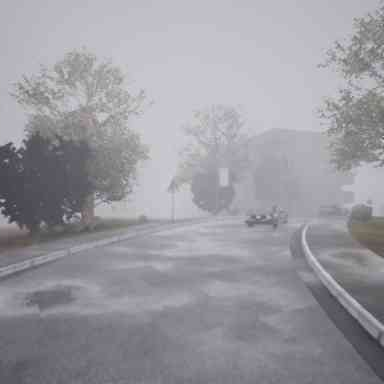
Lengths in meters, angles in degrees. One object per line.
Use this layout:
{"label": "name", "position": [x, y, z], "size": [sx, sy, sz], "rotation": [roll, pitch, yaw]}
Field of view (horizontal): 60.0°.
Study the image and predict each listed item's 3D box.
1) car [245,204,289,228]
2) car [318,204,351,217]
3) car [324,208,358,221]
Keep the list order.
{"label": "car", "position": [4.961, 1.494, 21.576], "size": [2.033, 1.411, 5.357], "rotation": [-2, 0, 26]}
{"label": "car", "position": [15.275, 2.056, 35.555], "size": [4.902, 1.511, 2.128], "rotation": [7, -8, -44]}
{"label": "car", "position": [19.392, 2.978, 43.317], "size": [4.674, 1.442, 1.812], "rotation": [6, -7, -34]}
